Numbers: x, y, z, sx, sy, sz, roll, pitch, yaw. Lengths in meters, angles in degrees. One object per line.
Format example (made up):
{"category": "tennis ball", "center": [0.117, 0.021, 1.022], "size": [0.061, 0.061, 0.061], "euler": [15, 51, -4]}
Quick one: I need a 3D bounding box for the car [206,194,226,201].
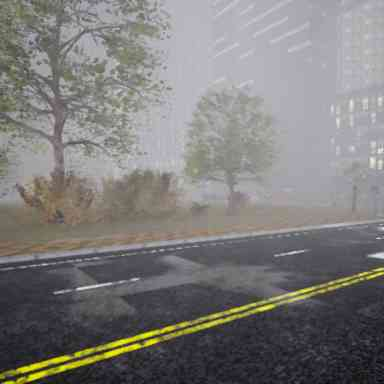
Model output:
{"category": "car", "center": [5.150, 1.127, 73.423], "size": [2.033, 1.411, 5.357], "euler": [0, 0, -35]}
